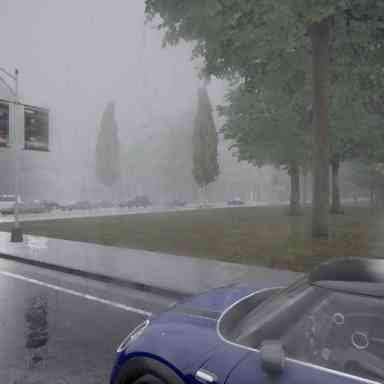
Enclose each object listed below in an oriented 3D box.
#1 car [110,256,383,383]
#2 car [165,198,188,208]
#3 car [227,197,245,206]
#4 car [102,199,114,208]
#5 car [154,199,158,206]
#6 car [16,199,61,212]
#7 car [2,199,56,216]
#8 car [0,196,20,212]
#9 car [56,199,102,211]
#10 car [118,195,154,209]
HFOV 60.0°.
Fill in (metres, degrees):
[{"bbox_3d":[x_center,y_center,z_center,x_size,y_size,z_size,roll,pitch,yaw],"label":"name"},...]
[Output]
[{"bbox_3d":[1.436,1.352,2.665,4.553,1.767,2.097,0,0,36],"label":"car"},{"bbox_3d":[-2.572,1.825,55.900,2.128,1.511,4.902,0,0,35],"label":"car"},{"bbox_3d":[8.852,1.818,66.558,2.097,1.767,4.553,0,-1,35],"label":"car"},{"bbox_3d":[-14.040,1.837,51.185,1.994,1.385,4.181,0,0,35],"label":"car"},{"bbox_3d":[-8.090,1.836,59.626,2.128,1.511,4.902,0,0,36],"label":"car"},{"bbox_3d":[-19.724,1.695,43.067,1.882,1.535,5.008,0,0,35],"label":"car"},{"bbox_3d":[-17.208,1.745,35.187,1.994,1.385,4.181,0,0,36],"label":"car"},{"bbox_3d":[-21.033,1.399,35.541,2.150,2.045,5.566,0,0,34],"label":"car"},{"bbox_3d":[-15.067,1.778,44.055,2.033,1.411,5.357,0,0,35],"label":"car"},{"bbox_3d":[-9.075,1.514,52.606,2.150,2.045,5.566,0,0,36],"label":"car"}]
